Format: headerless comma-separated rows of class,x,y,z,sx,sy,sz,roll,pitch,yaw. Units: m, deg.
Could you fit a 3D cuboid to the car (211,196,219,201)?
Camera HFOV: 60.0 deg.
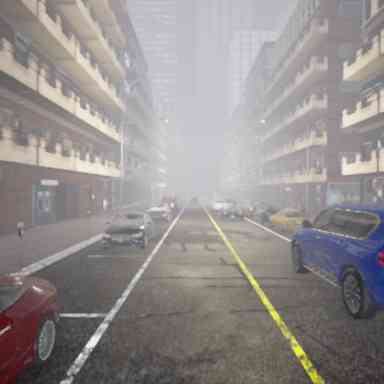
car,6.390,1.748,92.688,2.008,1.369,4.403,0,0,0

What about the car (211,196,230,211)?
car,3.338,1.614,41.317,1.812,1.442,4.674,0,0,1

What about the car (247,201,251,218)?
car,5.907,1.530,31.068,1.967,1.590,4.097,0,0,0

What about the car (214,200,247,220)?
car,3.226,1.668,28.423,1.895,1.301,4.718,0,0,1

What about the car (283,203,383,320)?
car,3.947,1.264,7.530,2.150,2.045,5.566,0,0,0

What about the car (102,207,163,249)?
car,-2.603,1.555,14.357,2.008,1.369,4.403,0,0,0

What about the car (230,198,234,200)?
car,6.083,1.694,53.475,1.947,1.339,4.313,0,0,0

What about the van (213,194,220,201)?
van,6.345,1.528,87.087,1.690,1.788,3.998,0,0,0

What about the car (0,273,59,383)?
car,-2.691,1.569,3.153,1.802,1.307,4.206,0,0,0

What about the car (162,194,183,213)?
car,-2.429,1.357,36.764,2.192,1.841,5.009,0,0,0

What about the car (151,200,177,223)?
car,-2.515,1.573,25.560,2.008,1.369,4.403,0,0,0

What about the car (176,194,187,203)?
car,-2.166,1.414,70.376,2.192,1.841,5.009,0,0,0

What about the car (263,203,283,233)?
car,5.822,1.597,20.034,1.752,1.417,4.829,0,0,0

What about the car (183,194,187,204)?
car,-2.208,1.640,64.773,2.008,1.369,4.403,0,0,0

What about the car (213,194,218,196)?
car,6.258,1.607,75.883,1.967,1.590,4.097,0,0,0

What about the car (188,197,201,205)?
car,0.455,1.605,60.104,1.837,1.490,4.892,0,0,0

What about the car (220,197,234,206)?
car,6.127,1.688,59.078,2.008,1.369,4.403,0,0,0

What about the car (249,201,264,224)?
car,5.864,1.646,25.466,1.947,1.339,4.313,0,0,0
